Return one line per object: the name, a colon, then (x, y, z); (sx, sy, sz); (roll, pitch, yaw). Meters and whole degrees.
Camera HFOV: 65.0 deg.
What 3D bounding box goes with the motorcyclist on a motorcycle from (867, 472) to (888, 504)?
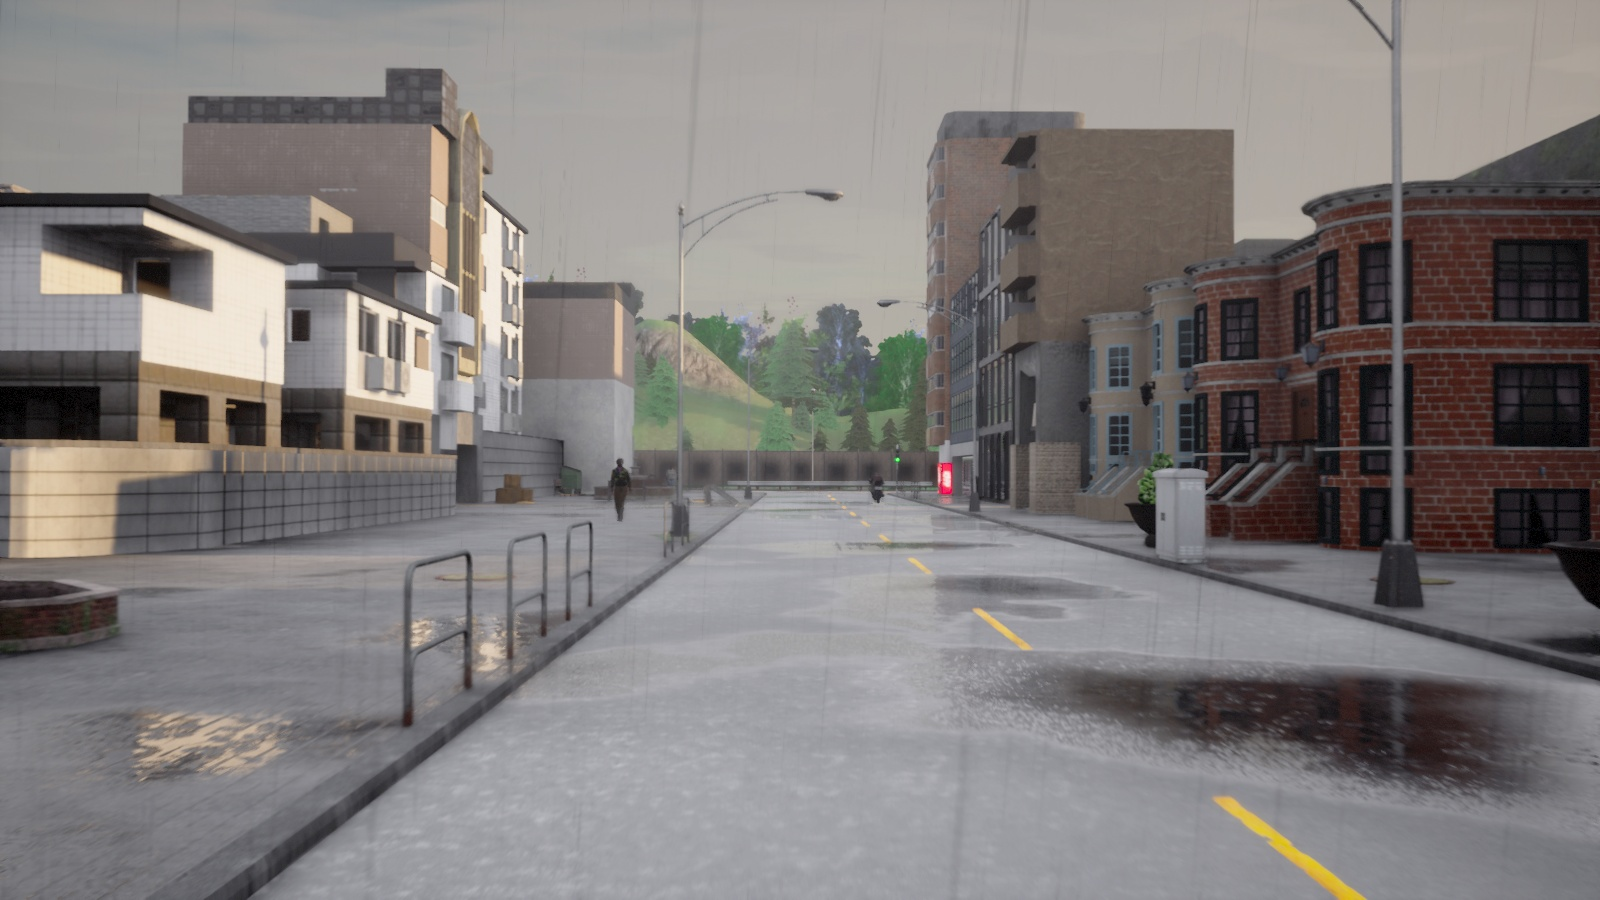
motorcyclist on a motorcycle: (3.846, 1.882, 62.604); (0.866, 1.530, 2.191); (0, -1, 0)
